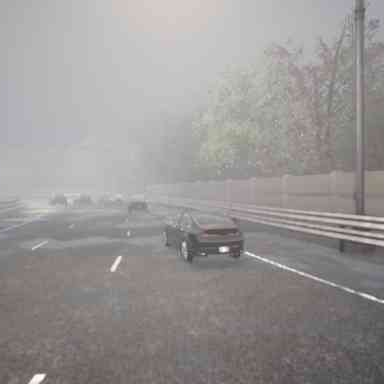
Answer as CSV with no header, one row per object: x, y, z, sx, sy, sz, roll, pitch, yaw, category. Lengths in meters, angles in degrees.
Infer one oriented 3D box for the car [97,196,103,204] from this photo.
-13.518,1.289,52.672,2.033,1.411,5.357,0,0,-30,car

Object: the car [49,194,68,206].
-20.141,1.135,50.048,2.097,1.767,4.553,0,0,-30,car

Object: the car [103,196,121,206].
-11.083,1.286,47.784,1.812,1.442,4.674,0,0,-26,car

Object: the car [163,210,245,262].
0.227,1.430,12.037,1.837,1.490,4.892,-1,0,-17,car

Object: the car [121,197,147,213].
-5.906,1.296,34.562,1.882,1.535,5.008,0,0,-18,car

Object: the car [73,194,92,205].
-16.971,1.113,51.560,2.097,1.767,4.553,0,0,-30,car
